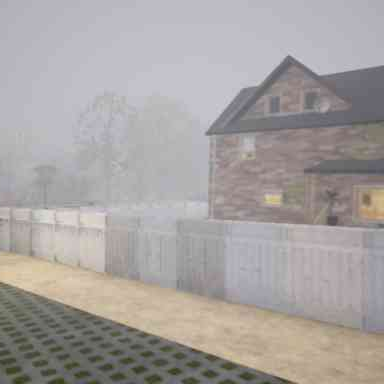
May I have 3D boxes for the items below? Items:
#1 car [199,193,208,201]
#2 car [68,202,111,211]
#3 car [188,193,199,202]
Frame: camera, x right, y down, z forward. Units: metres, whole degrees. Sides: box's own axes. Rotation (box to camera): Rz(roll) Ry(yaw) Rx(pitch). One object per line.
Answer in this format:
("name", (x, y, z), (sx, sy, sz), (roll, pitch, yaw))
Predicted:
("car", (3.895, 1.103, 56.269), (1.837, 1.490, 4.892), (3, 2, 43))
("car", (-9.458, 1.652, 32.519), (1.895, 1.301, 4.718), (3, 3, 43))
("car", (1.360, 0.943, 58.314), (1.882, 1.535, 5.008), (3, 2, 43))
